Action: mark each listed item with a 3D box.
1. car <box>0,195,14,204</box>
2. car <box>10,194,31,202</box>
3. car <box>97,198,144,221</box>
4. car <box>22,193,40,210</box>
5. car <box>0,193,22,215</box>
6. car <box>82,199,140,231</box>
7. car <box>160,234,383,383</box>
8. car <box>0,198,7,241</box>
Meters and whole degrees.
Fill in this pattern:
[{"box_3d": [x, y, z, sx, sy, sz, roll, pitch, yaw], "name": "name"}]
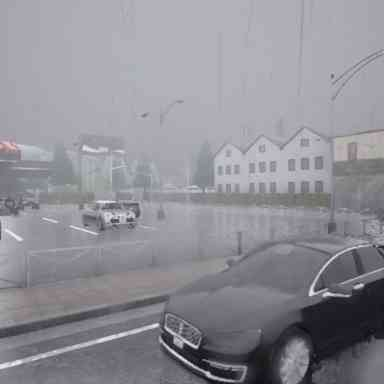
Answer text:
[{"box_3d": [-38.377, 1.495, 66.676, 4.611, 1.667, 2.242, 0, 0, -36], "name": "car"}, {"box_3d": [-38.133, 1.328, 73.804, 3.866, 1.878, 1.905, 0, 0, -36], "name": "car"}, {"box_3d": [-5.720, 1.313, 26.245, 2.007, 1.523, 4.514, 0, 0, -36], "name": "car"}, {"box_3d": [-19.077, 1.092, 38.678, 1.905, 1.878, 3.866, 0, 0, -36], "name": "car"}, {"box_3d": [-17.184, 1.113, 30.364, 1.932, 1.855, 4.605, 0, 0, -36], "name": "car"}, {"box_3d": [-4.608, 1.248, 18.379, 1.970, 1.475, 3.806, 0, 0, -36], "name": "car"}, {"box_3d": [1.818, 1.505, 5.288, 4.892, 1.490, 1.837, 0, 0, -35], "name": "car"}, {"box_3d": [-9.645, 1.169, 14.389, 2.152, 1.636, 5.027, 0, 0, -36], "name": "car"}]
